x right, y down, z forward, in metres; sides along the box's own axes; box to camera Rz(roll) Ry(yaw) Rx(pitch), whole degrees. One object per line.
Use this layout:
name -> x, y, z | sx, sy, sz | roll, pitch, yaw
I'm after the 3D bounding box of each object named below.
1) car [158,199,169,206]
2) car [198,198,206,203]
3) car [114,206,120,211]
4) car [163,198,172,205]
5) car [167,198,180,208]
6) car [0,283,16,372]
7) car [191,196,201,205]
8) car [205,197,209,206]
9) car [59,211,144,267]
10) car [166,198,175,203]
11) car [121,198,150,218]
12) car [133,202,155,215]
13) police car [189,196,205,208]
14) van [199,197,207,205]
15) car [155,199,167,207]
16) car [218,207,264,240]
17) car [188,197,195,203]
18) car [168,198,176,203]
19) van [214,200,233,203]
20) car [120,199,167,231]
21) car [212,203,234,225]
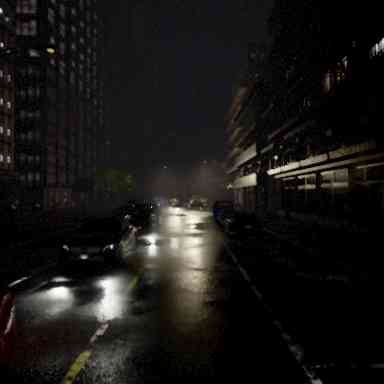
car -> -5.741, 2.157, 67.593 | 1.947, 1.339, 4.313 | 0, -1, 0
car -> 2.625, 2.352, 89.689 | 1.887, 1.381, 4.507 | 0, -1, 0
car -> -5.714, 1.806, 28.936 | 1.947, 1.339, 4.313 | 0, 0, 0
car -> -5.749, 2.137, 78.641 | 1.967, 1.590, 4.097 | 0, -1, 0
car -> -3.100, 1.994, 58.089 | 2.128, 1.511, 4.902 | 0, -1, 0
car -> -3.098, 1.495, 2.025 | 1.882, 1.535, 5.008 | 0, -1, 0
car -> 0.848, 1.876, 73.961 | 2.150, 2.045, 5.566 | 0, -1, 0
car -> 2.640, 2.141, 67.599 | 2.008, 1.369, 4.403 | 0, -1, 0
car -> -3.103, 1.623, 11.938 | 1.812, 1.442, 4.674 | 0, 0, 1
car -> -5.756, 2.358, 89.683 | 2.008, 1.369, 4.403 | 0, -1, 0
car -> -5.718, 1.604, 34.459 | 2.192, 1.841, 5.009 | 0, 0, 0
car -> -5.721, 1.889, 39.981 | 2.008, 1.369, 4.403 | 0, -1, 0
police car -> 0.859, 1.927, 58.039 | 1.930, 1.638, 5.238 | 0, -1, 0
van -> 2.632, 2.038, 78.646 | 1.690, 1.788, 3.998 | 0, -1, 0
car -> -5.737, 2.084, 62.071 | 1.887, 1.381, 4.507 | 0, -1, 0
car -> 2.675, 1.712, 17.895 | 1.947, 1.339, 4.313 | 0, 0, 0
car -> -0.064, 2.180, 90.609 | 1.837, 1.490, 4.892 | 0, -1, 0
car -> -5.760, 2.414, 95.207 | 2.008, 1.369, 4.403 | 0, -1, 0
van -> 2.667, 1.581, 28.943 | 1.690, 1.788, 3.998 | 0, -1, 0
car -> -3.056, 1.532, 21.870 | 2.097, 1.767, 4.553 | 0, 0, 0
car -> 2.671, 1.719, 23.588 | 1.752, 1.417, 4.829 | 0, 0, 0
